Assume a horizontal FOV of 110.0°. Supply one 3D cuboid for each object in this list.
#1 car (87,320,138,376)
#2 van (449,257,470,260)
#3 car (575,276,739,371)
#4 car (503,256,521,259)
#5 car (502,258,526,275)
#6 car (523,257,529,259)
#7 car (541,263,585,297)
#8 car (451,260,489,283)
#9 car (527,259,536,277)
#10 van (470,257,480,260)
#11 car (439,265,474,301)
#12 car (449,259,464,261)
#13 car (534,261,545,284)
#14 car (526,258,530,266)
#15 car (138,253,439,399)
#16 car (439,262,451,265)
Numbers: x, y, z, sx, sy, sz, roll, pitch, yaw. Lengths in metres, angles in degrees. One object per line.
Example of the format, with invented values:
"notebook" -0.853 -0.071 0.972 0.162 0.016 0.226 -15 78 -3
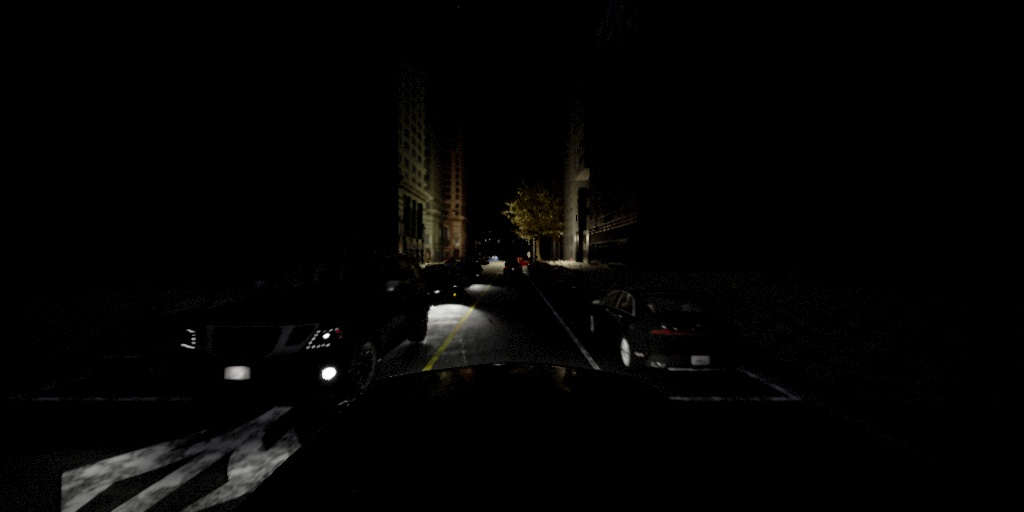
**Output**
"car" -5.763 1.288 7.435 2.007 1.370 4.403 0 0 0
"van" -5.771 1.021 37.825 1.690 1.789 3.998 0 0 0
"car" 2.762 1.288 7.434 2.007 1.370 4.403 0 0 0
"car" 0.016 1.138 49.557 1.882 1.535 5.008 0 0 1
"car" 0.096 1.245 37.314 1.994 1.385 4.181 0 0 0
"car" 2.372 0.996 61.480 2.097 1.767 4.553 0 0 0
"car" 2.759 1.261 18.323 1.888 1.381 4.507 0 0 0
"car" -3.096 1.246 27.419 2.033 1.411 5.357 0 0 -1
"car" 2.755 1.238 33.639 2.007 1.370 4.403 0 0 0
"van" -5.775 1.003 48.652 1.690 1.789 3.998 0 0 0
"car" -3.103 1.283 16.848 1.994 1.385 4.181 0 0 0
"car" -5.770 1.215 32.242 1.751 1.417 4.829 0 0 0
"car" 2.757 1.256 23.767 2.007 1.370 4.403 0 0 0
"car" 2.753 1.203 39.098 1.751 1.417 4.829 0 0 0
"car" -3.100 0.961 6.809 2.150 2.045 5.566 0 0 0
"car" -5.769 1.265 26.998 1.948 1.339 4.313 0 0 0
